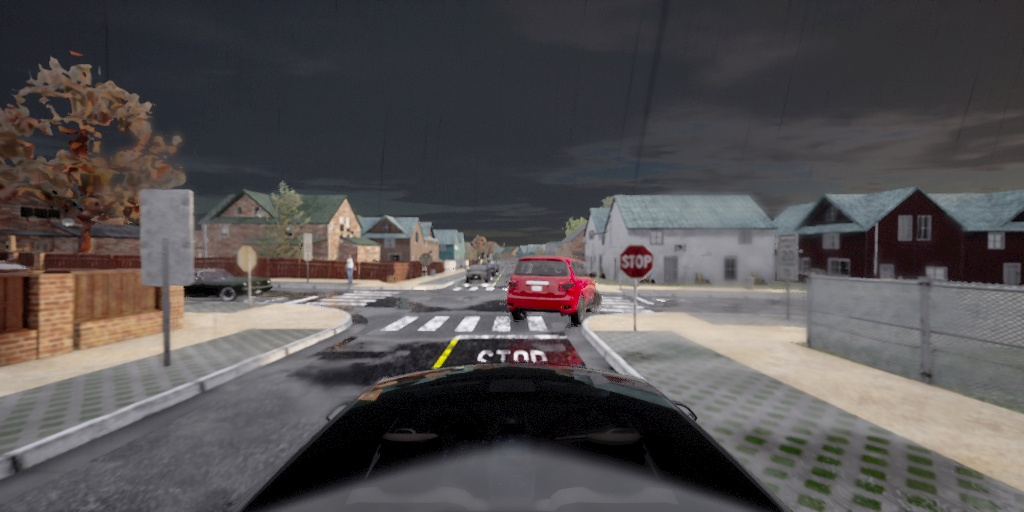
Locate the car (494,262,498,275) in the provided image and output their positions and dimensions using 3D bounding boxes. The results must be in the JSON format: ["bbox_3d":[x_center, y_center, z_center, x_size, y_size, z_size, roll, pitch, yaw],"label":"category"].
[{"bbox_3d":[-2.829,1.544,40.677,2.033,1.411,5.357,0,0,0],"label":"car"}]

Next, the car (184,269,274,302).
[{"bbox_3d":[-13.281,1.226,15.708,4.718,1.301,1.895,1,1,0],"label":"car"}]

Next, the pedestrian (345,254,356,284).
[{"bbox_3d":[-9.679,0.744,21.471,0.375,1.860,0.375,0,0,1],"label":"pedestrian"}]

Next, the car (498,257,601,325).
[{"bbox_3d":[1.625,1.098,12.543,2.150,2.045,5.566,0,-2,20],"label":"car"}]

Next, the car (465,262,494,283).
[{"bbox_3d":[-2.849,1.441,30.844,1.837,1.490,4.892,0,0,0],"label":"car"}]

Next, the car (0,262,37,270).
[{"bbox_3d":[-22.831,0.957,15.828,4.674,1.442,1.812,1,1,1],"label":"car"}]
